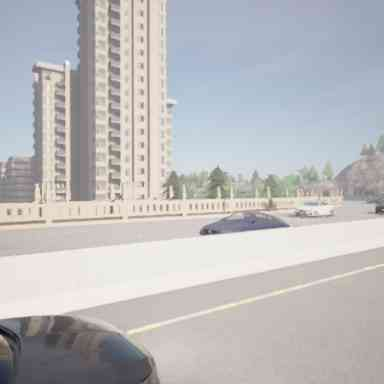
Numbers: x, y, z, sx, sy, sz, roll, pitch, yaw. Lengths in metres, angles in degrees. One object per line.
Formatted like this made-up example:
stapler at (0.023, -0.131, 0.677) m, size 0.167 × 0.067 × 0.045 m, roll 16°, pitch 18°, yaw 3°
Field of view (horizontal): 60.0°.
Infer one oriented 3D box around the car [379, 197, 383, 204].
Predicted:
car at (40.237, 1.726, 68.796) m, size 1.895 × 1.301 × 4.718 m, roll 0°, pitch 0°, yaw 18°

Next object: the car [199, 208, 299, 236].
car at (2.326, 1.547, 14.285) m, size 4.181 × 1.385 × 1.994 m, roll 0°, pitch 0°, yaw -36°

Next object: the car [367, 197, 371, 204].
car at (35.050, 1.642, 64.268) m, size 2.033 × 1.411 × 5.357 m, roll 0°, pitch 0°, yaw 21°

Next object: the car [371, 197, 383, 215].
car at (20.005, 1.462, 33.555) m, size 1.882 × 1.535 × 5.008 m, roll 0°, pitch 0°, yaw 43°

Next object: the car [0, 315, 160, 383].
car at (-2.488, 1.506, 1.971) m, size 4.892 × 1.490 × 1.837 m, roll 0°, pitch 0°, yaw -36°

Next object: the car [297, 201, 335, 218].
car at (11.067, 1.502, 29.757) m, size 4.674 × 1.442 × 1.812 m, roll 0°, pitch 0°, yaw -41°
